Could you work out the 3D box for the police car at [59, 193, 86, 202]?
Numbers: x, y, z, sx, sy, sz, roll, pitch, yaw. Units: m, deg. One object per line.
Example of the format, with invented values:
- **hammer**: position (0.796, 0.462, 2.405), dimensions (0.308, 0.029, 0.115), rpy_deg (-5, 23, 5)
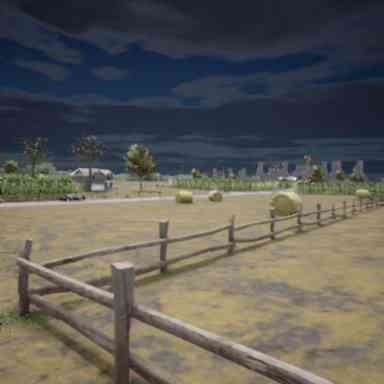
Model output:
- **police car**: position (-23.005, 1.029, 63.929), dimensions (1.930, 1.638, 5.238), rpy_deg (3, 2, 36)
